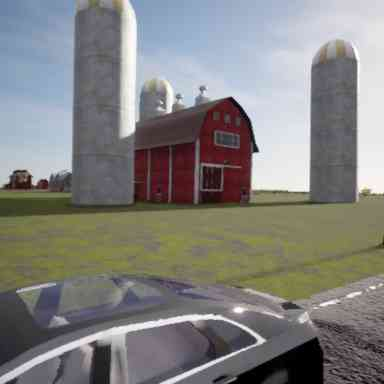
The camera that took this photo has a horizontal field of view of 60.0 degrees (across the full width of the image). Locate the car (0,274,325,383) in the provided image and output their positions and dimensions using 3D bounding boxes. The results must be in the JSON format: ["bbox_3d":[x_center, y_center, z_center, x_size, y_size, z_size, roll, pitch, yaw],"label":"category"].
[{"bbox_3d":[-1.059,1.486,2.292,4.902,1.511,2.128,0,0,-36],"label":"car"}]
